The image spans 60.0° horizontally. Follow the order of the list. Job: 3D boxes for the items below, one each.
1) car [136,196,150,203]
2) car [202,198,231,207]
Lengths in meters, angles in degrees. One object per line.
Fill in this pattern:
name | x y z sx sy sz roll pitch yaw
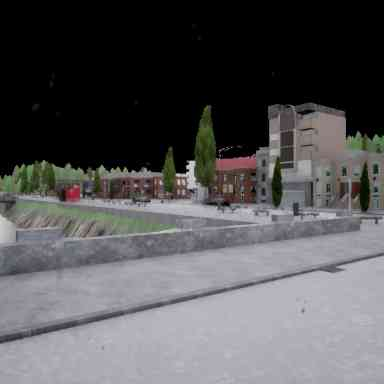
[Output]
car | -10.357 1.561 68.882 1.994 1.385 4.181 0 0 -35
car | 3.560 1.601 49.366 1.895 1.301 4.718 0 0 -35
